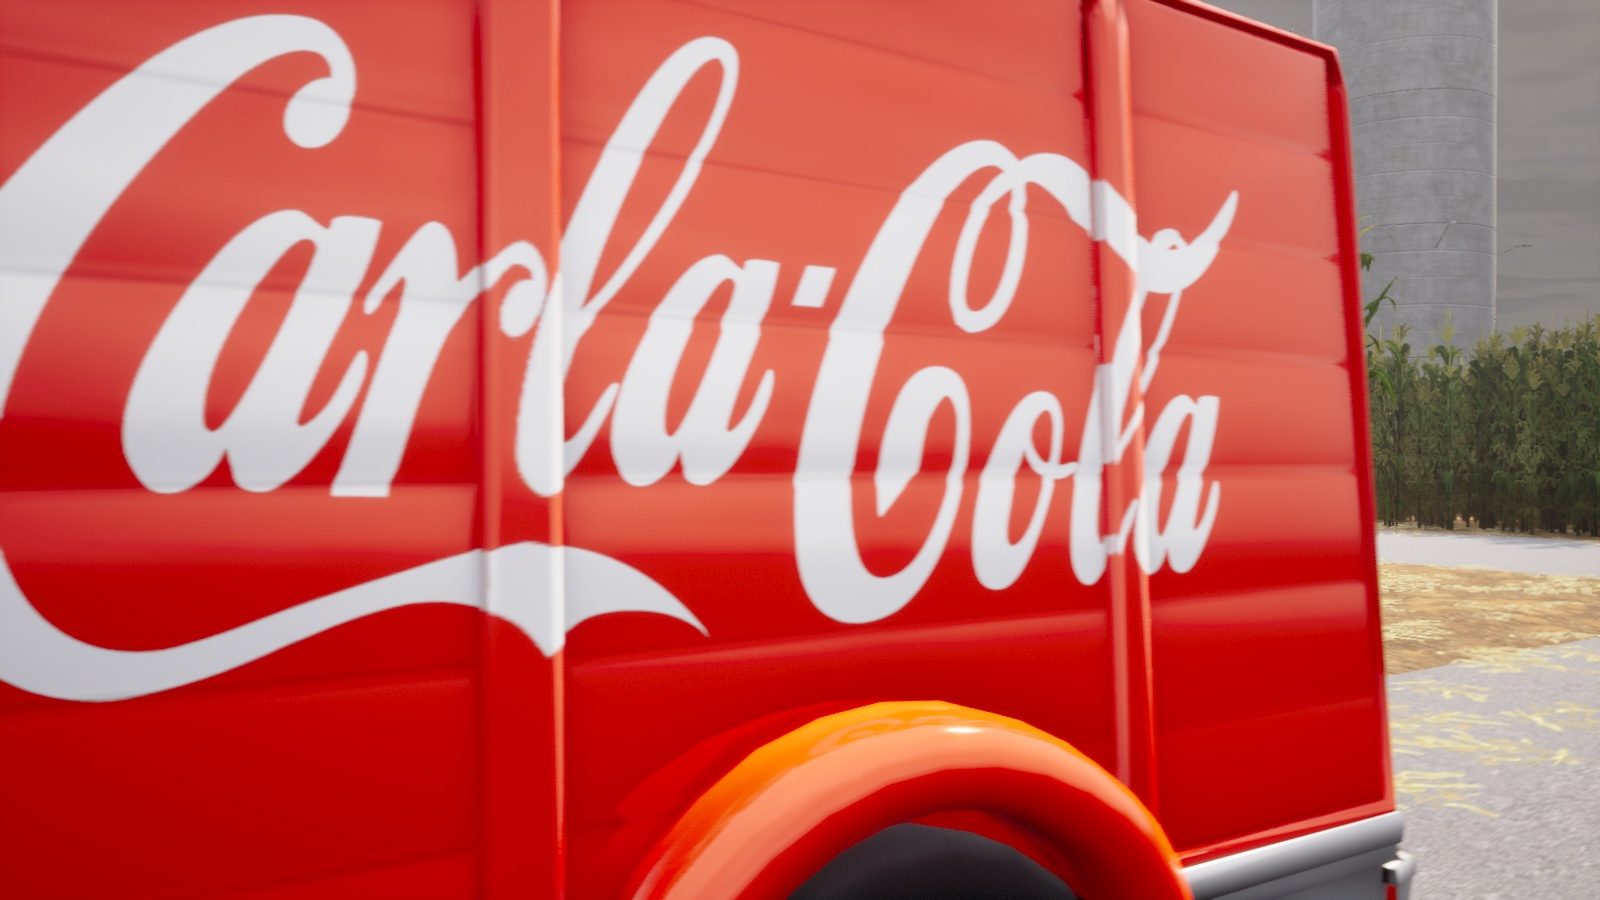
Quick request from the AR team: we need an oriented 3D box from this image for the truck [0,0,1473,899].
[{"bbox_3d":[-1.545,0.266,2.098,5.204,2.467,2.627,0,0,-35],"label":"truck"}]
